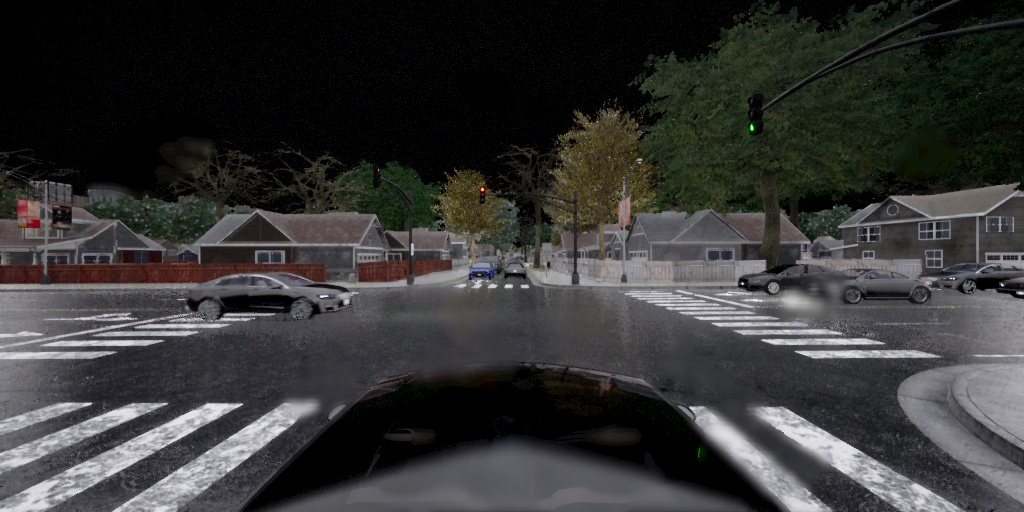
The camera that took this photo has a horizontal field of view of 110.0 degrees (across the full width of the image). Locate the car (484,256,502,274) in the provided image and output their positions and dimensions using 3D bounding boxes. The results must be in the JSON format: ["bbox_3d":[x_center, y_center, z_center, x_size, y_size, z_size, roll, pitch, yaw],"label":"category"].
[{"bbox_3d":[-2.401,0.994,41.658,2.150,2.045,5.566,0,0,1],"label":"car"}]

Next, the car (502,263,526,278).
[{"bbox_3d":[0.320,1.331,34.599,1.994,1.385,4.181,0,0,1],"label":"car"}]

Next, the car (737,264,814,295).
[{"bbox_3d":[14.262,1.159,18.330,4.892,1.490,1.837,0,0,2],"label":"car"}]

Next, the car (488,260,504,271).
[{"bbox_3d":[-2.269,1.331,51.975,2.033,1.411,5.357,0,0,1],"label":"car"}]

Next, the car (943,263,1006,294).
[{"bbox_3d":[23.592,1.093,18.193,4.902,1.511,2.128,0,0,1],"label":"car"}]

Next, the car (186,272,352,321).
[{"bbox_3d":[-7.970,1.279,11.992,4.902,1.511,2.128,0,0,1],"label":"car"}]

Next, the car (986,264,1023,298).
[{"bbox_3d":[23.953,1.149,14.935,5.357,1.411,2.033,0,0,1],"label":"car"}]

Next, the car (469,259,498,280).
[{"bbox_3d":[-2.595,1.242,31.422,1.882,1.535,5.008,0,0,1],"label":"car"}]

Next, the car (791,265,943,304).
[{"bbox_3d":[14.716,1.217,15.082,4.181,1.385,1.994,0,0,1],"label":"car"}]
